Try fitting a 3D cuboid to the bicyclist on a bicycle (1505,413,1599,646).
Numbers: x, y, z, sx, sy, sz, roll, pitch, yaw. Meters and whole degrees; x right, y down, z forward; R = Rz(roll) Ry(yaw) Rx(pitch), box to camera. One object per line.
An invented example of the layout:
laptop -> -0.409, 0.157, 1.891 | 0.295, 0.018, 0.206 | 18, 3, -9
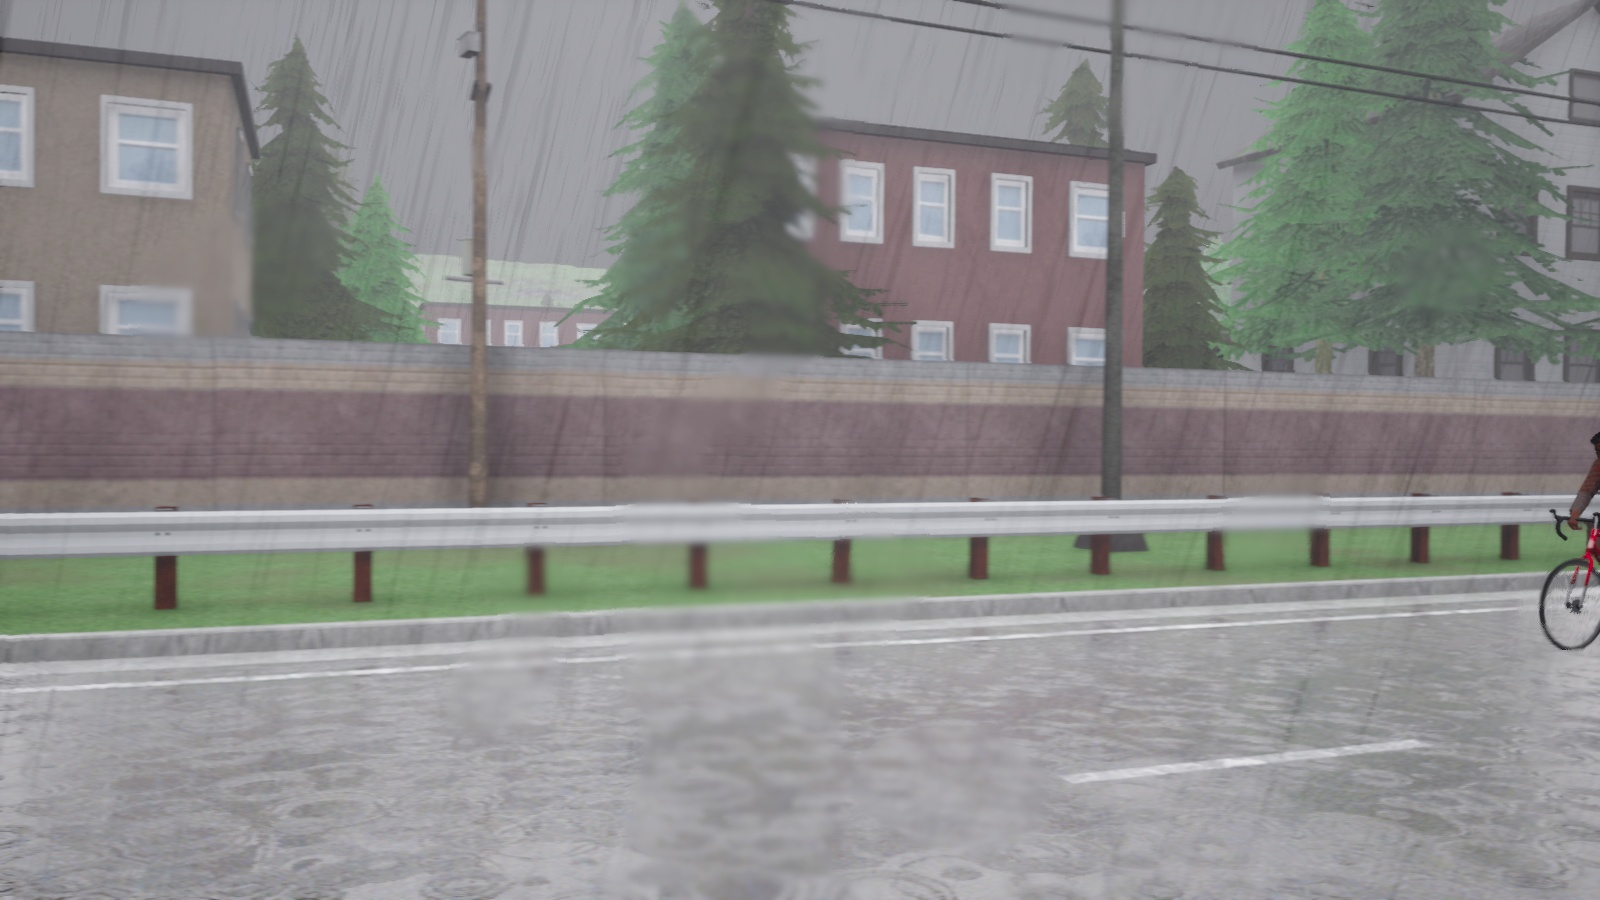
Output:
bicyclist on a bicycle -> 6.077, 0.534, 9.278 | 1.656, 1.620, 0.582 | -1, 1, -21
